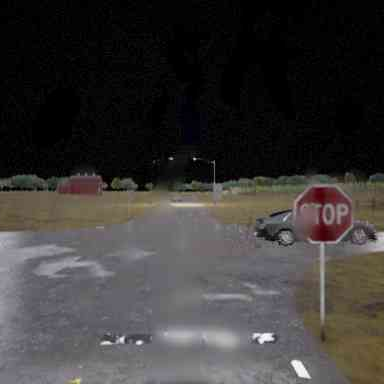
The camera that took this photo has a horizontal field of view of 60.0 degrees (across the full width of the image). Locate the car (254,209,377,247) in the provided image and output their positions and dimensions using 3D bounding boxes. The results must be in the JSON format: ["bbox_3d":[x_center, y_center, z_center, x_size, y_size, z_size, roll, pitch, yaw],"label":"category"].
[{"bbox_3d":[5.073,1.452,13.921,4.892,1.490,1.837,-1,-1,0],"label":"car"}]

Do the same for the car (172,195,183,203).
[{"bbox_3d":[-2.878,1.381,65.738,1.994,1.385,4.181,0,0,0],"label":"car"}]
